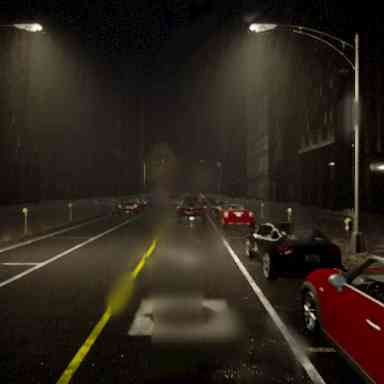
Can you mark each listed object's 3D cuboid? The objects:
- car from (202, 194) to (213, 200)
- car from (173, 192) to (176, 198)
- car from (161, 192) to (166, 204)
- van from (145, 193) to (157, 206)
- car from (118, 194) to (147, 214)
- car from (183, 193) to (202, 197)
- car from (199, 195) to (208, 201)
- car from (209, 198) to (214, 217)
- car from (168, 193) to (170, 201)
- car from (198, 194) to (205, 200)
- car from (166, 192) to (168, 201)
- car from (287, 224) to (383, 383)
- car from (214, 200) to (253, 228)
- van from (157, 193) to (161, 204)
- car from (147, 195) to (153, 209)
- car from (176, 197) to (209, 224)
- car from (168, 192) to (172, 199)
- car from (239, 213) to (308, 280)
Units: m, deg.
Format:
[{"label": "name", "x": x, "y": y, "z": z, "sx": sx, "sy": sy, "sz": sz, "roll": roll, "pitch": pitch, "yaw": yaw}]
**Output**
[{"label": "car", "x": 2.522, "y": 1.339, "z": 49.350, "sx": 1.802, "sy": 1.307, "sz": 4.206, "roll": 0, "pitch": 0, "yaw": 0}, {"label": "car", "x": -6.201, "y": 0.895, "z": 89.040, "sx": 2.192, "sy": 1.841, "sz": 5.009, "roll": 0, "pitch": 0, "yaw": 0}, {"label": "car", "x": -6.032, "y": 1.052, "z": 54.977, "sx": 2.192, "sy": 1.841, "sz": 5.009, "roll": 0, "pitch": 0, "yaw": 0}, {"label": "van", "x": -5.975, "y": 1.132, "z": 43.623, "sx": 1.690, "sy": 1.788, "sz": 3.998, "roll": 0, "pitch": 0, "yaw": 0}, {"label": "car", "x": -5.918, "y": 1.286, "z": 32.268, "sx": 1.967, "sy": 1.590, "sz": 4.097, "roll": 0, "pitch": 0, "yaw": 0}, {"label": "car", "x": -0.108, "y": 1.270, "z": 42.389, "sx": 1.882, "sy": 1.535, "sz": 5.008, "roll": 0, "pitch": 0, "yaw": 0}, {"label": "car", "x": 2.409, "y": 1.232, "z": 72.060, "sx": 1.802, "sy": 1.307, "sz": 4.206, "roll": 0, "pitch": 0, "yaw": 0}, {"label": "car", "x": 2.635, "y": 1.432, "z": 26.639, "sx": 1.947, "sy": 1.339, "sz": 4.313, "roll": 0, "pitch": 0, "yaw": 0}, {"label": "car", "x": -6.088, "y": 1.249, "z": 66.333, "sx": 1.947, "sy": 1.339, "sz": 4.313, "roll": 0, "pitch": 0, "yaw": 0}, {"label": "car", "x": 2.352, "y": 1.180, "z": 83.415, "sx": 1.802, "sy": 1.307, "sz": 4.206, "roll": 0, "pitch": 0, "yaw": 0}, {"label": "car", "x": -6.060, "y": 1.025, "z": 60.654, "sx": 2.192, "sy": 1.841, "sz": 5.009, "roll": 0, "pitch": 0, "yaw": 0}, {"label": "car", "x": 2.748, "y": 1.418, "z": 3.929, "sx": 1.967, "sy": 1.590, "sz": 4.097, "roll": 0, "pitch": 0, "yaw": 0}, {"label": "car", "x": 2.663, "y": 1.334, "z": 20.961, "sx": 1.967, "sy": 1.590, "sz": 4.097, "roll": 0, "pitch": 0, "yaw": 0}, {"label": "van", "x": -6.003, "y": 1.105, "z": 49.300, "sx": 1.690, "sy": 1.788, "sz": 3.998, "roll": 0, "pitch": 0, "yaw": 0}, {"label": "car", "x": -5.946, "y": 1.369, "z": 37.946, "sx": 2.008, "sy": 1.369, "sz": 4.403, "roll": 0, "pitch": 0, "yaw": 0}, {"label": "car", "x": -0.014, "y": 1.391, "z": 23.318, "sx": 1.837, "sy": 1.490, "sz": 4.892, "roll": 0, "pitch": 1, "yaw": 0}, {"label": "car", "x": -6.116, "y": 0.972, "z": 72.009, "sx": 2.192, "sy": 1.841, "sz": 5.009, "roll": 0, "pitch": 0, "yaw": 0}, {"label": "car", "x": 2.720, "y": 1.515, "z": 9.607, "sx": 1.947, "sy": 1.339, "sz": 4.313, "roll": 0, "pitch": 0, "yaw": 0}]
